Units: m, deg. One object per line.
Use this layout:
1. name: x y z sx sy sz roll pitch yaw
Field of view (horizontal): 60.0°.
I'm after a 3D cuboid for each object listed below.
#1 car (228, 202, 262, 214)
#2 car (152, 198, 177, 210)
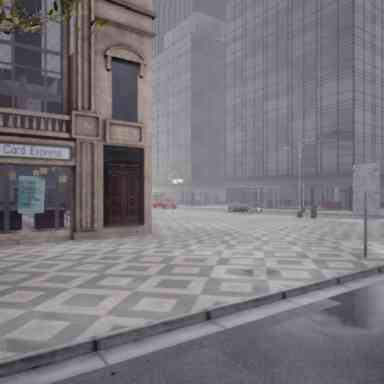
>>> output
1. car: 6.445 1.924 40.758 2.128 1.511 4.902 0 -1 -35
2. car: -4.773 2.039 56.805 2.150 2.045 5.566 0 -1 -35
